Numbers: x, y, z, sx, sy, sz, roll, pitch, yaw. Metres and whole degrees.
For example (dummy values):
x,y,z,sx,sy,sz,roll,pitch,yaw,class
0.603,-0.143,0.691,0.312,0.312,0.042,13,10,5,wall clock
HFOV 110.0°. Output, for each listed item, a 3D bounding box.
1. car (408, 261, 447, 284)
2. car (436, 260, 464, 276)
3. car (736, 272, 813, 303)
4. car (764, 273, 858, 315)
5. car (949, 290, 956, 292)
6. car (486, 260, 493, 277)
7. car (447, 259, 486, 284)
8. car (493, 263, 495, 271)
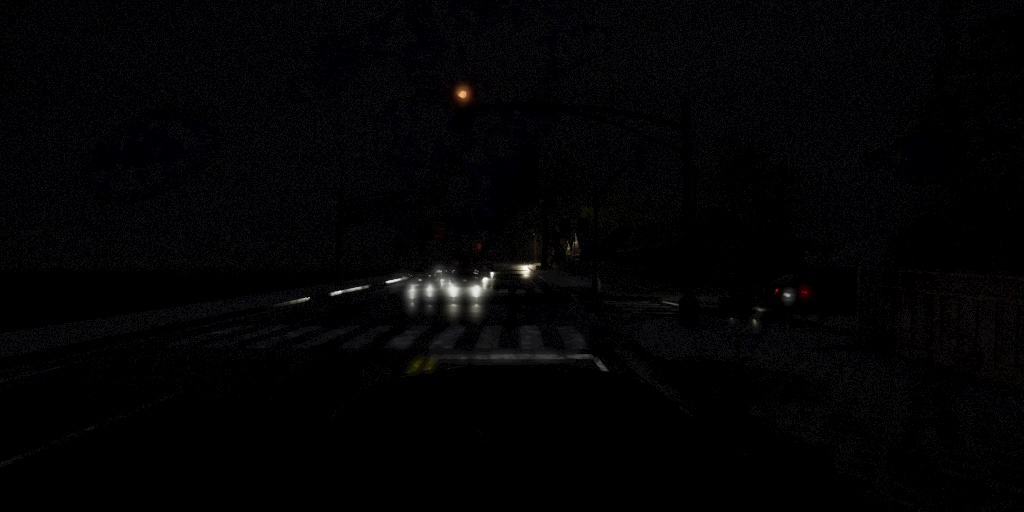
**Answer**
x,y,z,sx,sy,sz,roll,pitch,yaw,class
-6.614,1.305,27.838,2.033,1.411,5.357,0,0,-3,car
-6.593,1.247,38.473,2.128,1.511,4.902,0,0,0,car
13.066,1.508,16.556,5.008,1.535,1.882,1,-2,-2,car
12.480,1.498,13.681,4.181,1.385,1.994,1,-2,-2,car
23.966,1.757,16.961,5.357,1.411,2.033,1,-2,-3,car
-3.342,1.108,35.688,2.097,1.767,4.553,0,0,0,car
-3.304,1.109,26.859,2.097,1.767,4.553,0,0,-1,car
-3.328,1.284,47.791,1.812,1.442,4.674,0,0,0,car
